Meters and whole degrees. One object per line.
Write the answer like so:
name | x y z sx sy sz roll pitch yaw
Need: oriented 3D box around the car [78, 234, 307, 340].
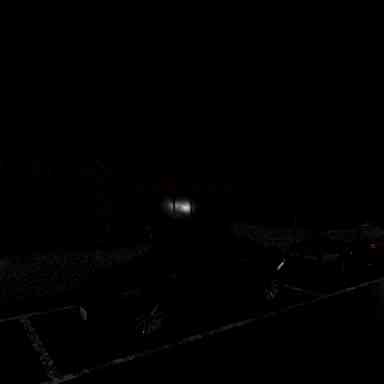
car | 0.043 1.566 6.563 4.313 1.339 1.947 0 0 -35

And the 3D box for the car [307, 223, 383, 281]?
car | 4.526 1.582 9.752 4.206 1.307 1.802 0 0 -35
